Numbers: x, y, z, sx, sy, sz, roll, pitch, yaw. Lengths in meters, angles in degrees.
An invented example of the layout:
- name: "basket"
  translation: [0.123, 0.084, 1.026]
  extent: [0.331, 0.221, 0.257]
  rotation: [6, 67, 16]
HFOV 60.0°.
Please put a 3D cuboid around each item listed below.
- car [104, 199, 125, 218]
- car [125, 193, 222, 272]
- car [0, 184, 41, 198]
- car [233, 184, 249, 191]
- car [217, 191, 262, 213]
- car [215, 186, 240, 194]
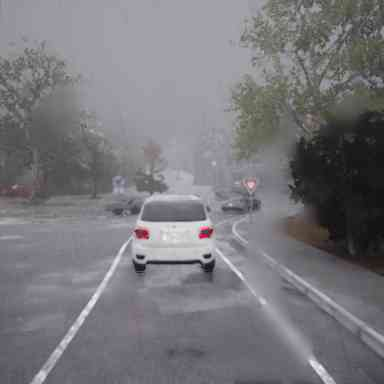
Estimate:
- name: "car"
  translation: [-3.643, 1.073, 23.572]
  extent: [4.718, 1.301, 1.895]
  rotation: [-1, 2, -31]
- name: "car"
  translation: [-0.557, 1.086, 10.545]
  extent: [2.150, 2.045, 5.566]
  rotation: [0, 1, -3]
- name: "car"
  translation: [-26.425, -0.170, 51.432]
  extent: [5.566, 2.045, 2.150]
  rotation: [0, 1, -45]
- name: "car"
  translation: [6.617, -0.043, 46.546]
  extent: [2.150, 2.045, 5.566]
  rotation: [0, 1, -19]
- name: "car"
  translation: [4.188, 0.911, 27.410]
  extent: [1.994, 1.385, 4.181]
  rotation: [1, 2, 37]
- name: "car"
  translation: [4.119, 0.322, 43.366]
  extent: [2.128, 1.511, 4.902]
  rotation: [0, 2, -10]
